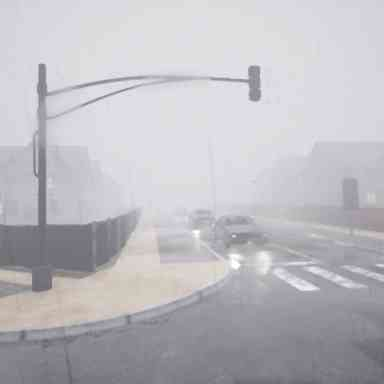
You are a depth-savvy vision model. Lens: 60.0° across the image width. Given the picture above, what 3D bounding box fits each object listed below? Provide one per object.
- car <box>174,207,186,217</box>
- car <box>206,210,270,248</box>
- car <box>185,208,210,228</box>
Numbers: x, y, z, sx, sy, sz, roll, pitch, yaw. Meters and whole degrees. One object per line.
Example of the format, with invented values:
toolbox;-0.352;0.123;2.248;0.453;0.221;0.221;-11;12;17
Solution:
car;-1.532;2.825;47.617;2.033;1.411;5.357;-1;-2;-7
car;2.213;1.848;16.721;2.033;1.411;5.357;-1;-2;-6
car;0.860;2.138;27.583;1.837;1.490;4.892;-1;-2;-7
